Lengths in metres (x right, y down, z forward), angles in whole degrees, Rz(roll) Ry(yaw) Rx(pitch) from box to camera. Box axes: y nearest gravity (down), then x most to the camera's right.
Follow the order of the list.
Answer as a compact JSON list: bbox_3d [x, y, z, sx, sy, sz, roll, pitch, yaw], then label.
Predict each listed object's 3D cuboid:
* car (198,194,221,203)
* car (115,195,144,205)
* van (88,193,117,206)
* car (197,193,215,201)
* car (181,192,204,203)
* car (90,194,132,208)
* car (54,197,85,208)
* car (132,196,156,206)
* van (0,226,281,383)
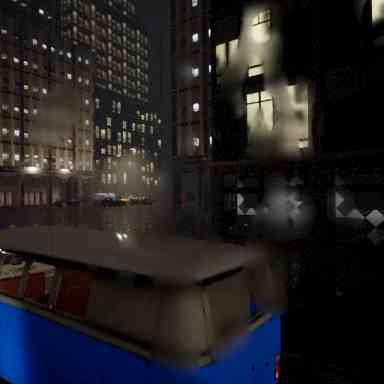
[{"bbox_3d":[3.238,1.101,59.230,2.008,1.369,4.403,0,0,36],"label":"car"},{"bbox_3d":[-10.306,1.278,54.914,1.752,1.417,4.829,0,0,36],"label":"car"},{"bbox_3d":[-13.539,1.136,50.500,1.690,1.788,3.998,0,0,36],"label":"van"},{"bbox_3d":[3.121,1.016,73.256,1.967,1.590,4.097,0,0,36],"label":"car"},{"bbox_3d":[-0.094,0.909,54.680,2.192,1.841,5.009,0,0,36],"label":"car"},{"bbox_3d":[-10.083,1.267,41.033,1.887,1.381,4.507,0,0,36],"label":"car"},{"bbox_3d":[-16.868,1.403,45.949,1.947,1.339,4.313,0,0,36],"label":"car"},{"bbox_3d":[-6.753,1.230,45.582,2.008,1.369,4.403,0,0,36],"label":"car"},{"bbox_3d":[-1.051,1.342,3.640,3.998,1.788,1.690,0,-1,36],"label":"van"}]
